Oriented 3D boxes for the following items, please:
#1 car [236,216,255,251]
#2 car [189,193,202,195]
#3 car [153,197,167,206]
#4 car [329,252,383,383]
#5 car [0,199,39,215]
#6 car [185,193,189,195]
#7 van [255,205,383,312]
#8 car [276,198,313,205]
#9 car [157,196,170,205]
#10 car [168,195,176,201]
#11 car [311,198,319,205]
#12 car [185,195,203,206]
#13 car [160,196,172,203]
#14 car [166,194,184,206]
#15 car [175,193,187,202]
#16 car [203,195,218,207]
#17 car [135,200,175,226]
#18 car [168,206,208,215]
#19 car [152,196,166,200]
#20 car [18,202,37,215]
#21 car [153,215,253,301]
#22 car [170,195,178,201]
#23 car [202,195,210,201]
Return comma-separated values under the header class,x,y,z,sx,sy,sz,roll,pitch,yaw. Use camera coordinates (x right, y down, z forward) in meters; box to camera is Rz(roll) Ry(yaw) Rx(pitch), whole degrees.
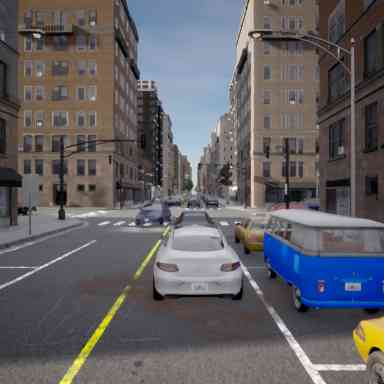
class,x,y,z,sx,sy,sz,roll,pitch,yaw
car,2.697,1.527,13.238,1.752,1.417,4.829,1,0,0
car,0.788,1.540,78.078,2.033,1.411,5.357,0,0,1
car,-5.375,1.570,56.378,1.947,1.339,4.313,1,0,1
car,2.679,1.526,1.891,1.752,1.417,4.829,1,0,0
car,-18.043,1.410,32.311,5.357,1.411,2.033,0,-1,0
car,-2.300,1.357,71.963,2.097,1.767,4.553,0,0,1
van,2.689,1.342,7.395,1.690,1.788,3.998,1,0,0
car,10.164,1.659,35.427,4.181,1.385,1.994,0,-1,-1
car,-5.295,1.554,61.907,2.008,1.369,4.403,1,0,1
car,-4.979,1.524,83.852,1.752,1.417,4.829,1,0,1
car,13.619,1.507,38.749,4.553,1.767,2.097,1,-1,1
car,0.319,1.530,49.833,1.812,1.442,4.674,0,0,1
car,-5.215,1.547,67.436,1.887,1.381,4.507,1,0,1
car,-2.674,1.482,52.175,1.882,1.535,5.008,0,0,1
car,-2.511,1.481,61.835,1.882,1.535,5.008,0,0,1
car,3.071,1.569,50.731,1.947,1.339,4.313,1,0,1
car,-2.653,1.529,23.466,1.812,1.442,4.674,0,0,6
car,0.116,1.566,15.580,1.994,1.385,4.181,0,0,0
car,-5.454,1.587,50.850,1.802,1.307,4.206,1,0,1
car,-16.503,1.443,29.043,4.718,1.301,1.895,0,-1,1
car,0.089,1.527,8.244,1.812,1.442,4.674,0,0,-1
car,-4.898,1.563,89.551,1.947,1.339,4.313,1,0,1
car,3.627,1.547,89.442,2.008,1.369,4.403,1,0,1
